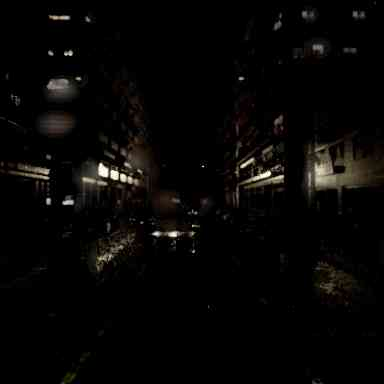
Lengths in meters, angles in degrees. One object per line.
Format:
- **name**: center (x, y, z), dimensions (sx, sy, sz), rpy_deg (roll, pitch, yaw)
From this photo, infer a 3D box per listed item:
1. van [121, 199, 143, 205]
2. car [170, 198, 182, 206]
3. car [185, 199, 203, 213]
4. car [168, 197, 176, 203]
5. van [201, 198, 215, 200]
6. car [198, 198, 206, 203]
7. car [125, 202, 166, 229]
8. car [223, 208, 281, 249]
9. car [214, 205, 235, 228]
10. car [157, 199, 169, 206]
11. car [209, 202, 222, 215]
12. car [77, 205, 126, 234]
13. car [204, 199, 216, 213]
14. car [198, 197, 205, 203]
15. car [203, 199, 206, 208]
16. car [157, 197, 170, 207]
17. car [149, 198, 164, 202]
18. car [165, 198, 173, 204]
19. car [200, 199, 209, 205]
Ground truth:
- **van**: center (-5.675, 1.591, 32.039), dimensions (1.690, 1.788, 3.998), rpy_deg (1, 0, 0)
- **car**: center (-3.017, 2.056, 65.293), dimensions (2.033, 1.411, 5.357), rpy_deg (0, 0, 0)
- **car**: center (0.097, 1.927, 41.795), dimensions (1.895, 1.301, 4.718), rpy_deg (0, 0, 0)
- **car**: center (-5.651, 2.286, 94.697), dimensions (1.887, 1.381, 4.507), rpy_deg (1, 0, 0)
- **van**: center (2.704, 1.725, 49.191), dimensions (1.690, 1.788, 3.998), rpy_deg (1, 0, 0)
- **car**: center (2.697, 2.242, 89.063), dimensions (1.887, 1.381, 4.507), rpy_deg (1, 0, 0)
- **car**: center (-3.101, 1.684, 22.967), dimensions (1.837, 1.490, 4.892), rpy_deg (0, 0, 0)
- **car**: center (2.703, 1.663, 15.012), dimensions (1.887, 1.381, 4.507), rpy_deg (1, 0, 0)
- **car**: center (2.701, 1.728, 20.708), dimensions (1.947, 1.339, 4.313), rpy_deg (1, 0, 0)
- **car**: center (-5.682, 2.062, 66.216), dimensions (1.887, 1.381, 4.507), rpy_deg (1, 0, 0)
- **car**: center (2.701, 1.772, 26.404), dimensions (1.947, 1.339, 4.313), rpy_deg (1, 0, 0)
- **car**: center (-5.679, 1.728, 20.645), dimensions (1.947, 1.339, 4.313), rpy_deg (1, 0, 0)
- **car**: center (2.701, 1.846, 37.797), dimensions (2.008, 1.369, 4.403), rpy_deg (1, 0, 0)
- **car**: center (2.696, 2.287, 94.759), dimensions (1.887, 1.381, 4.507), rpy_deg (1, 0, 0)
- **car**: center (2.700, 1.921, 43.493), dimensions (1.802, 1.307, 4.206), rpy_deg (1, 0, 0)
- **car**: center (-5.677, 1.788, 60.521), dimensions (2.192, 1.841, 5.009), rpy_deg (1, 0, 0)
- **car**: center (-5.681, 1.935, 49.126), dimensions (2.008, 1.369, 4.403), rpy_deg (1, 0, 0)
- **car**: center (-5.656, 2.176, 83.134), dimensions (1.752, 1.417, 4.829), rpy_deg (1, 0, 0)
- **car**: center (2.698, 2.145, 71.974), dimensions (1.802, 1.307, 4.206), rpy_deg (1, 0, 0)
